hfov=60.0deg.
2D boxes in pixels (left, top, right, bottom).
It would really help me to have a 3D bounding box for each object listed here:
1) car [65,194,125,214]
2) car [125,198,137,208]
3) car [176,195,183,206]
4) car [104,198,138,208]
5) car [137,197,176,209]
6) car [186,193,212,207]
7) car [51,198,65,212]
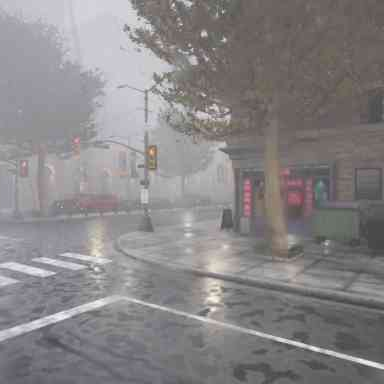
[{"bbox_3d":[-10.420,1.221,36.218,2.150,2.045,5.566,0,0,36],"label":"car"},{"bbox_3d":[-7.158,1.491,46.705,2.128,1.511,4.902,0,0,36],"label":"car"},{"bbox_3d":[-0.749,1.218,55.560,2.150,2.045,5.566,0,0,36],"label":"car"},{"bbox_3d":[-10.178,1.595,47.908,1.895,1.301,4.718,0,0,36],"label":"car"},{"bbox_3d":[-4.671,1.526,44.172,1.812,1.442,4.674,0,0,36],"label":"car"},{"bbox_3d":[1.276,1.352,52.384,2.097,1.767,4.553,0,0,36],"label":"car"},{"bbox_3d":[-13.258,1.221,38.265,2.150,2.045,5.566,0,0,36],"label":"car"}]
